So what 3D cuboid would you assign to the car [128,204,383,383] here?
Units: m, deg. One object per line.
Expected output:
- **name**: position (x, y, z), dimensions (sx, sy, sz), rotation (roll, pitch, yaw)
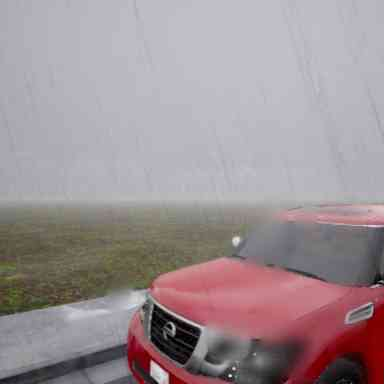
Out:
- **car**: position (1.970, 1.221, 4.465), dimensions (5.566, 2.045, 2.150), rotation (0, 0, -35)
